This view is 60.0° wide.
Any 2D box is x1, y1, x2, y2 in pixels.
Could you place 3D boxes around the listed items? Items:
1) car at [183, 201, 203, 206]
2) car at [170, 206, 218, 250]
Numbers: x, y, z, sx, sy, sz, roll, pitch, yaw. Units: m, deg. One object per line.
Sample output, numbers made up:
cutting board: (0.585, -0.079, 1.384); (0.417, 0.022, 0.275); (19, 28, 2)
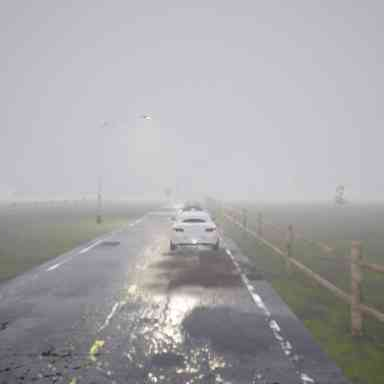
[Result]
car: (0.086, 1.556, 32.192); (1.994, 1.385, 4.181); (0, 0, 0)
car: (0.080, 1.523, 14.208); (1.812, 1.442, 4.674); (0, 0, 0)
